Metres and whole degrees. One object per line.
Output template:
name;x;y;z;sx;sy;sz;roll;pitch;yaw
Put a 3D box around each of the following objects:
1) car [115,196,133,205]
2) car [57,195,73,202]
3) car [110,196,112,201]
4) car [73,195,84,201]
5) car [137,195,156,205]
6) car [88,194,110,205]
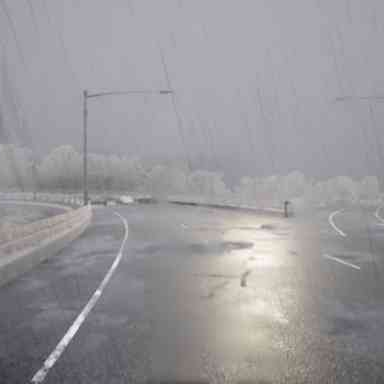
car;-10.840;1.314;53.097;1.812;1.442;4.674;0;0;-29
car;-26.234;1.262;68.830;1.882;1.535;5.008;-1;0;-43
car;-18.892;1.263;70.953;2.128;1.511;4.902;-1;0;-41
car;-22.429;1.301;69.752;2.033;1.411;5.357;-1;0;-41
car;-7.489;1.243;54.306;1.882;1.535;5.008;0;0;-29
car;-15.288;1.370;53.710;1.994;1.385;4.181;0;0;-31
